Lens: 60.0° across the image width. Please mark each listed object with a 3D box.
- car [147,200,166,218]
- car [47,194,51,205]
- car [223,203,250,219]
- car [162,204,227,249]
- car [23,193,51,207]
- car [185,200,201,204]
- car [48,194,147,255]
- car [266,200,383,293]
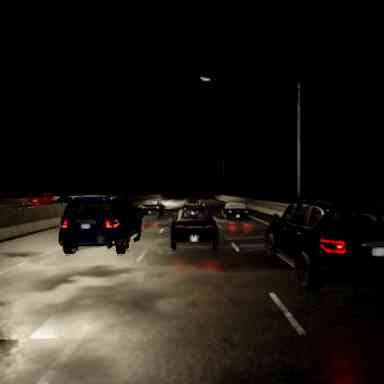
[{"bbox_3d":[-3.417,1.447,29.510,2.128,1.511,4.902,0,0,0],"label":"car"},{"bbox_3d":[-17.583,1.434,45.671,1.837,1.490,4.892,0,0,0],"label":"car"},{"bbox_3d":[3.581,1.558,28.043,1.895,1.301,4.718,0,0,0],"label":"car"},{"bbox_3d":[0.084,1.470,14.300,2.128,1.511,4.902,0,0,0],"label":"car"},{"bbox_3d":[-21.079,1.151,46.010,2.150,2.045,5.566,0,0,0],"label":"car"},{"bbox_3d":[0.084,1.460,29.601,1.837,1.490,4.892,0,0,0],"label":"car"},{"bbox_3d":[-3.412,1.200,13.363,2.150,2.045,5.566,0,0,0],"label":"car"},{"bbox_3d":[3.564,1.210,8.973,2.150,2.045,5.566,0,0,0],"label":"car"}]
